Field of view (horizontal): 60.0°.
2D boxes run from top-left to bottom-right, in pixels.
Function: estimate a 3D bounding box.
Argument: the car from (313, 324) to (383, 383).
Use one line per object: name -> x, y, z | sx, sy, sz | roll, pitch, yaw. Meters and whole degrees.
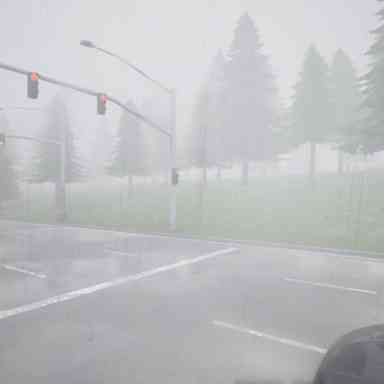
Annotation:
car -> 3.180, 1.505, 1.718 | 4.892, 1.490, 1.837 | 0, 0, 36
